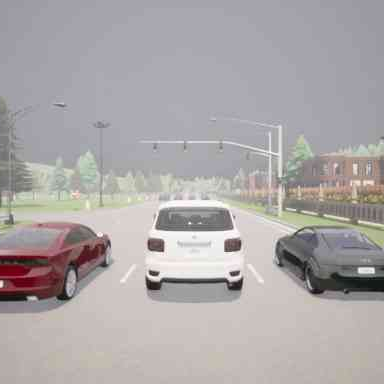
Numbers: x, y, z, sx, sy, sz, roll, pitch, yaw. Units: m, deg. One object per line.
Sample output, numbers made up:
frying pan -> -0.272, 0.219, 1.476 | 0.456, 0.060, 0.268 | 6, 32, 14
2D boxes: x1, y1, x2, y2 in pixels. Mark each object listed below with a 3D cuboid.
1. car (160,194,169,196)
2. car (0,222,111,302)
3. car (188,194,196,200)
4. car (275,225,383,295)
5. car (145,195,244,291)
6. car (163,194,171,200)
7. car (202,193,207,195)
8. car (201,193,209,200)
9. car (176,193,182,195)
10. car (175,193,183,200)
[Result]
car -> -7.015, 1.346, 82.021 | 2.097, 1.767, 4.553 | 0, 0, 0
car -> -3.441, 1.478, 8.372 | 1.882, 1.535, 5.008 | 0, 0, 0
car -> -0.017, 1.370, 92.056 | 2.033, 1.411, 5.357 | 0, 0, 0
car -> 3.562, 1.564, 8.772 | 1.994, 1.385, 4.181 | 0, 0, 0
car -> 0.065, 1.221, 9.180 | 2.150, 2.045, 5.566 | 0, 0, 0
car -> -7.017, 1.330, 92.055 | 1.837, 1.490, 4.892 | 0, 0, 0
car -> 3.485, 1.586, 82.083 | 1.895, 1.301, 4.718 | 0, 0, 0
car -> 3.483, 1.186, 92.027 | 2.097, 1.767, 4.553 | 0, 0, 0
car -> -3.515, 1.515, 82.052 | 1.812, 1.442, 4.674 | 0, 0, 0
car -> -3.517, 1.186, 92.025 | 2.097, 1.767, 4.553 | 0, 0, 0
